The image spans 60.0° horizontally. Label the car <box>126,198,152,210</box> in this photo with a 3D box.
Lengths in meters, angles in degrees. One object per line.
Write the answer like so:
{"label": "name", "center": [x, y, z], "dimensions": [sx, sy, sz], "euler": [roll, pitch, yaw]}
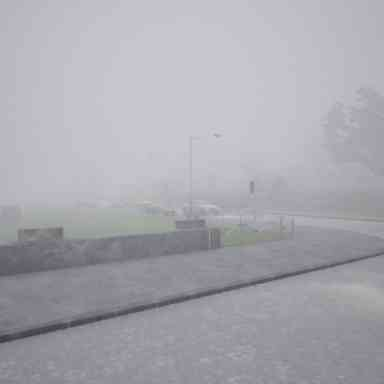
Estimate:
{"label": "car", "center": [-7.025, 1.478, 43.982], "dimensions": [1.882, 1.535, 5.008], "euler": [0, 0, -35]}

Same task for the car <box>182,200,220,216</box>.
{"label": "car", "center": [0.767, 1.526, 33.063], "dimensions": [1.812, 1.442, 4.674], "euler": [0, 0, -36]}
